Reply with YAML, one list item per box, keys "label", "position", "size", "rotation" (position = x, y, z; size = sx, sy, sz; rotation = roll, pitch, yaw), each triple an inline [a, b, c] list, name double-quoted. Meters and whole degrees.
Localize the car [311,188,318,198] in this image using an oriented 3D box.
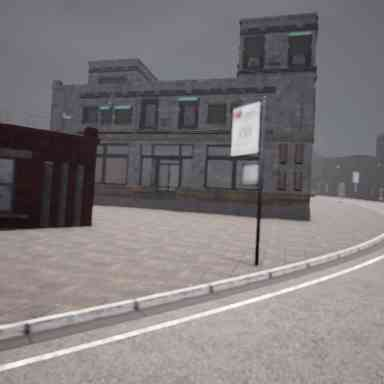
- label: "car"
  position: [20.292, -0.210, 60.228]
  size: [2.150, 2.045, 5.566]
  rotation: [4, 2, -18]
